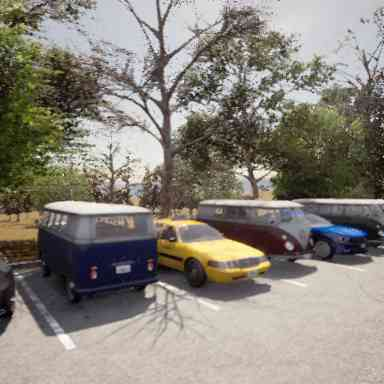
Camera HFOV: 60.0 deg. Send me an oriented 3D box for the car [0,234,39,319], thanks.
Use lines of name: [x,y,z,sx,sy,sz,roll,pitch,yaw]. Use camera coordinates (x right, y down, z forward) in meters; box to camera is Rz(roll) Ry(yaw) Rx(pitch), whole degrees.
car: [-4.796,1.480,6.632,2.231,1.521,4.892,0,0,-35]

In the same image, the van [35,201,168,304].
van: [-2.609,1.262,8.338,1.878,1.987,4.442,0,0,-35]

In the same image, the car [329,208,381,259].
car: [4.226,1.512,13.064,2.097,1.535,5.008,0,0,-35]

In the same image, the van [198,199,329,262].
van: [2.040,1.278,11.359,1.878,1.987,4.442,0,0,-35]

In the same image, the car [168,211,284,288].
car: [-0.177,1.493,9.699,1.946,1.575,5.366,0,0,-35]

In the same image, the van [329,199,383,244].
van: [6.433,1.310,14.484,1.878,1.987,4.442,1,0,-35]
